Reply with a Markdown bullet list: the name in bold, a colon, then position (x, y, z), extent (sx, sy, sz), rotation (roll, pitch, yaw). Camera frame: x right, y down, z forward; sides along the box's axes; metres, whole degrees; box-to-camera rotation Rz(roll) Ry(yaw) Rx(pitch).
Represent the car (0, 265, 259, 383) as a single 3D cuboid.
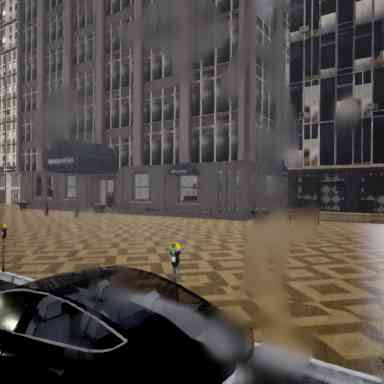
- **car**: position (-1.367, 1.565, 3.841), extent (4.313, 1.339, 1.947), rotation (0, 1, 35)
